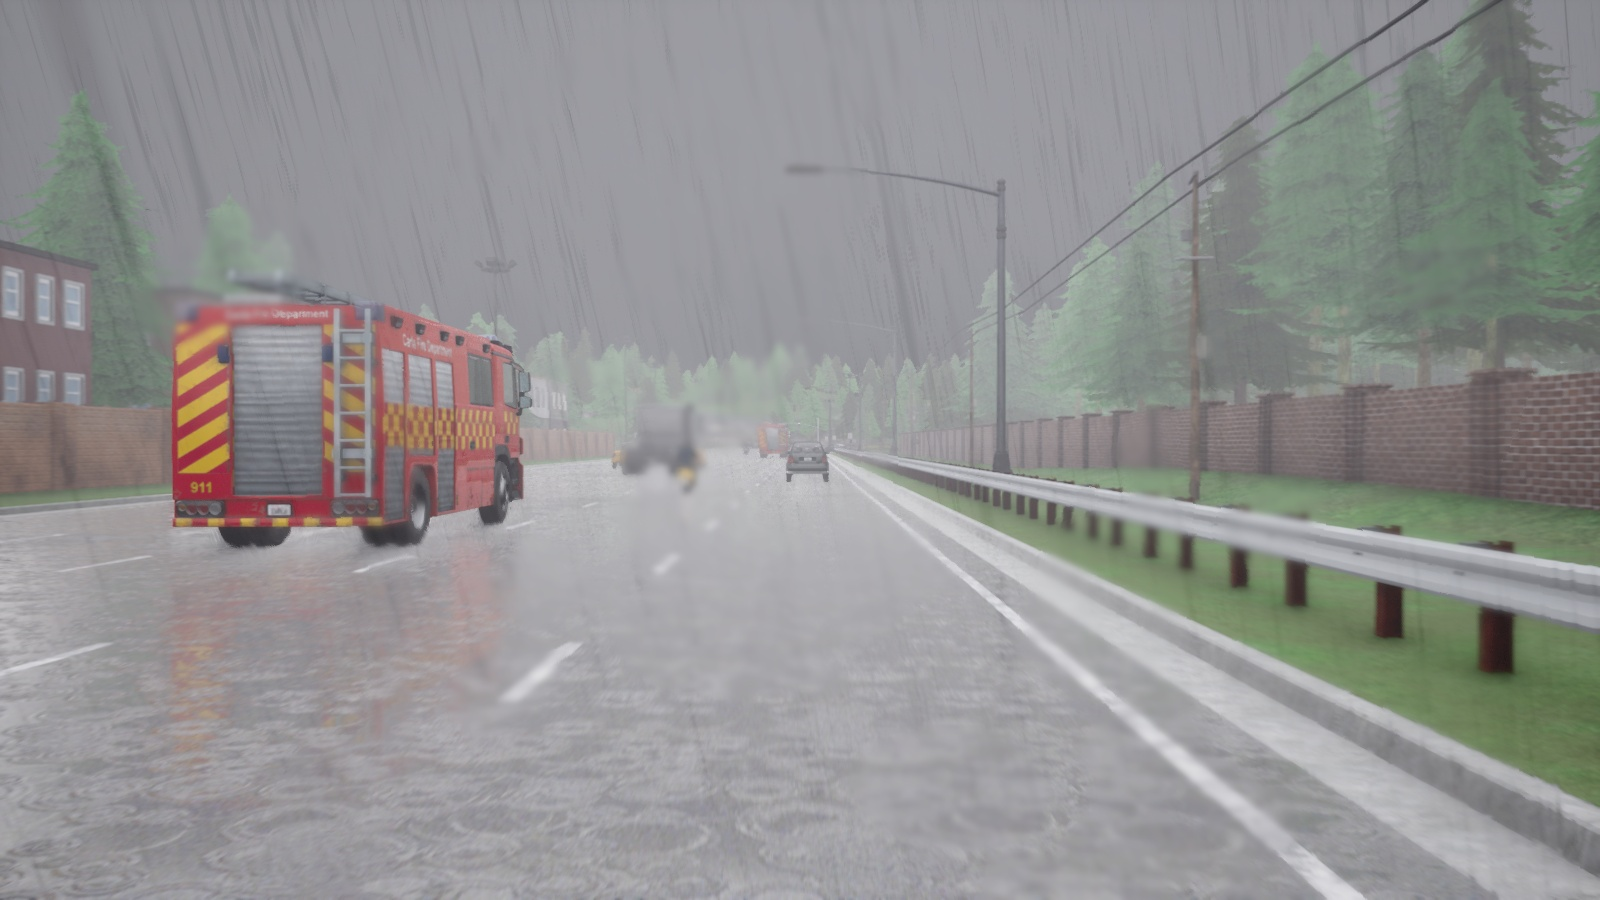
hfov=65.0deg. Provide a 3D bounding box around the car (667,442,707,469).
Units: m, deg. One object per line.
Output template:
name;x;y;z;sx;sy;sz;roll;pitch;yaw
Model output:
car;-6.567;0.309;73.563;1.882;1.535;5.008;0;0;0

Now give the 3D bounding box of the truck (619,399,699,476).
truck;-6.642;-0.576;60.193;2.891;3.462;7.936;0;0;0

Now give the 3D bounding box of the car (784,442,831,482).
car;0.301;0.445;50.308;1.789;1.549;3.705;0;0;0

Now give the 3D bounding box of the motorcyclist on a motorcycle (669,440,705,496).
motorcyclist on a motorcycle;-3.278;0.494;36.461;0.866;1.590;1.817;0;0;0

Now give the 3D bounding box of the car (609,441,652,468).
car;-10.059;0.259;74.997;1.801;1.575;5.366;0;0;0

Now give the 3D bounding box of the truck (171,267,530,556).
truck;-6.865;-0.540;20.883;2.891;3.827;8.468;0;0;0
